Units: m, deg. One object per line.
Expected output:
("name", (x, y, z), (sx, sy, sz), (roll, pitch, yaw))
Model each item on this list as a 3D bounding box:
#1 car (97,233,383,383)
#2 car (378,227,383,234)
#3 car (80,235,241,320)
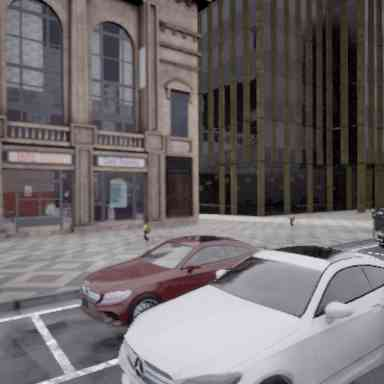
("car", (1.392, 1.508, 4.367), (4.674, 1.442, 1.812), (0, 0, -35))
("car", (8.962, 1.476, 13.060), (4.403, 1.369, 2.008), (0, 0, -36))
("car", (-0.033, 1.563, 6.643), (4.206, 1.307, 1.802), (0, 0, -36))
